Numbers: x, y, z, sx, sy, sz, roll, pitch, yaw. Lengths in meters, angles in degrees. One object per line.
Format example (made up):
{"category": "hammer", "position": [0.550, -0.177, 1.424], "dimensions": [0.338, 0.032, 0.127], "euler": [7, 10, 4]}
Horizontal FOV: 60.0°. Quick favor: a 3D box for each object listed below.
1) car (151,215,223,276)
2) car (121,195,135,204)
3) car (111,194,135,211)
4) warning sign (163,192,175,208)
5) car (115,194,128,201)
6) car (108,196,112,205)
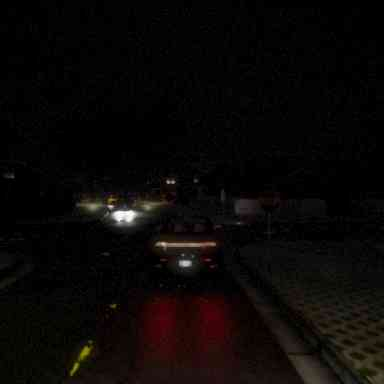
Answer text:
{"category": "car", "position": [-0.082, 1.453, 10.219], "dimensions": [2.128, 1.511, 4.902], "euler": [0, 0, 2]}
{"category": "car", "position": [-11.492, 1.296, 59.886], "dimensions": [1.837, 1.490, 4.892], "euler": [-1, 0, -19]}
{"category": "car", "position": [-8.088, 1.369, 39.331], "dimensions": [2.128, 1.511, 4.902], "euler": [0, 0, -15]}
{"category": "warning sign", "position": [-2.825, 0.954, 40.863], "dimensions": [1.300, 1.860, 1.060], "euler": [1, 1, -15]}
{"category": "car", "position": [-14.846, 1.122, 69.630], "dimensions": [2.128, 1.511, 4.902], "euler": [0, 0, -17]}
{"category": "car", "position": [-12.555, 1.310, 54.194], "dimensions": [1.882, 1.535, 5.008], "euler": [-1, 0, -19]}
